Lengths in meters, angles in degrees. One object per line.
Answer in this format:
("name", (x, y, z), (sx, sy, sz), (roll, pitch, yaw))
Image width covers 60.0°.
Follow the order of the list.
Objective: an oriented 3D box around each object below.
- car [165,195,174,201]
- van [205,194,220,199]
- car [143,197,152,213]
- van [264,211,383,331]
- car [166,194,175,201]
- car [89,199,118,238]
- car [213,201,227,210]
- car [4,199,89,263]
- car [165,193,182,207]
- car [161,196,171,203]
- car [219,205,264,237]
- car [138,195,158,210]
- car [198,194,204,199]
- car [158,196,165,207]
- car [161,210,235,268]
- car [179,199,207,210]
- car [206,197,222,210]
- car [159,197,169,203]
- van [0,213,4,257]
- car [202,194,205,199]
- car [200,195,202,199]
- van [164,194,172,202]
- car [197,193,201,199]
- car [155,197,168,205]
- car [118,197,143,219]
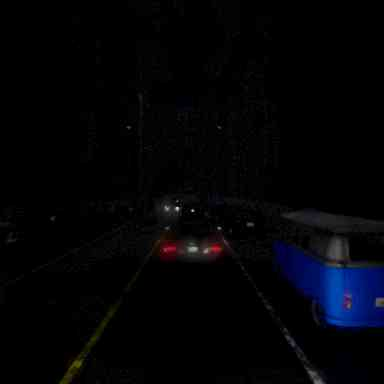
("car", (-5.756, 1.512, 85.131), (1.967, 1.590, 4.097), (0, 0, 0))
("van", (2.767, 1.361, 40.270), (1.690, 1.788, 3.998), (0, 0, 0))
("car", (-5.759, 1.566, 34.646), (2.008, 1.369, 4.403), (0, 0, 0))
("van", (2.765, 1.343, 6.615), (1.690, 1.788, 3.998), (0, 0, 0))
("car", (-5.755, 1.395, 90.741), (2.192, 1.841, 5.009), (0, 0, 0))
("car", (-5.759, 1.320, 17.817), (2.192, 1.841, 5.009), (0, 0, 0))
("car", (2.765, 1.575, 23.442), (1.947, 1.339, 4.313), (0, 0, 0))
("car", (-5.760, 1.318, 12.208), (2.192, 1.841, 5.009), (0, 0, 0))
("car", (-3.071, 1.383, 52.940), (2.097, 1.767, 4.553), (0, 0, 0))
("car", (-5.757, 1.581, 73.742), (1.752, 1.417, 4.829), (0, 0, 0))
("car", (2.765, 1.572, 17.833), (1.947, 1.339, 4.313), (0, 0, 0))
("car", (-5.758, 1.335, 40.256), (2.192, 1.841, 5.009), (0, 0, 0))
("car", (2.768, 1.631, 68.315), (1.802, 1.307, 4.206), (0, 0, 0))
("car", (-5.758, 1.595, 51.474), (1.947, 1.339, 4.313), (0, 0, 0))
("car", (0.045, 1.551, 11.189), (2.033, 1.411, 5.357), (0, 0, 0))
("car", (0.076, 1.577, 30.544), (1.994, 1.385, 4.181), (0, 0, 0))
("car", (2.766, 1.561, 34.661), (1.887, 1.381, 4.507), (0, 0, 0))
("car", (-5.757, 1.630, 68.303), (1.802, 1.307, 4.206), (0, 0, 0))
("van", (-5.760, 1.342, 6.598), (1.690, 1.788, 3.998), (0, 0, 0))
("car", (2.767, 1.465, 45.879), (1.967, 1.590, 4.097), (0, 0, 0))
("car", (2.768, 1.601, 57.096), (1.947, 1.339, 4.313), (0, 0, 0))
("van", (-5.756, 1.405, 79.522), (1.690, 1.788, 3.998), (0, 0, 0))
("car", (2.769, 1.372, 73.924), (2.192, 1.841, 5.009), (0, 0, 0))
("car", (-5.757, 1.592, 62.693), (2.008, 1.369, 4.403), (0, 0, 0))
("car", (-5.759, 1.452, 29.037), (1.967, 1.590, 4.097), (0, 0, 0))
